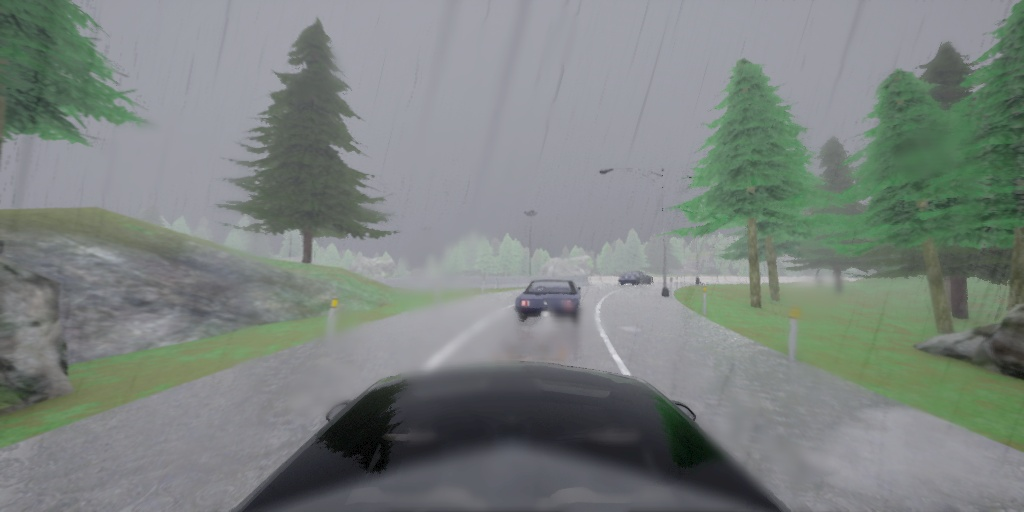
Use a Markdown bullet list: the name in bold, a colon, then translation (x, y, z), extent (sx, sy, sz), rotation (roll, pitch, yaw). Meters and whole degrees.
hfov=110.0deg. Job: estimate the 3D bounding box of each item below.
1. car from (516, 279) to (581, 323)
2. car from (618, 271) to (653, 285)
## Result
- **car**: translation (1.453, 1.446, 12.497), extent (1.895, 1.301, 4.718), rotation (0, -1, 11)
- **car**: translation (12.292, 2.204, 35.525), extent (2.033, 1.411, 5.357), rotation (-5, -7, 38)
